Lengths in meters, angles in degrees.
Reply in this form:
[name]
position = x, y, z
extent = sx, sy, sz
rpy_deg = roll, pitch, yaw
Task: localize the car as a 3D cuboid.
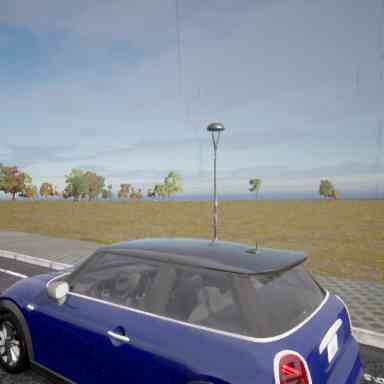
[car]
position = -0.516, 1.353, 4.096
extent = 4.553, 1.767, 2.097
rpy_deg = 0, 0, 36
